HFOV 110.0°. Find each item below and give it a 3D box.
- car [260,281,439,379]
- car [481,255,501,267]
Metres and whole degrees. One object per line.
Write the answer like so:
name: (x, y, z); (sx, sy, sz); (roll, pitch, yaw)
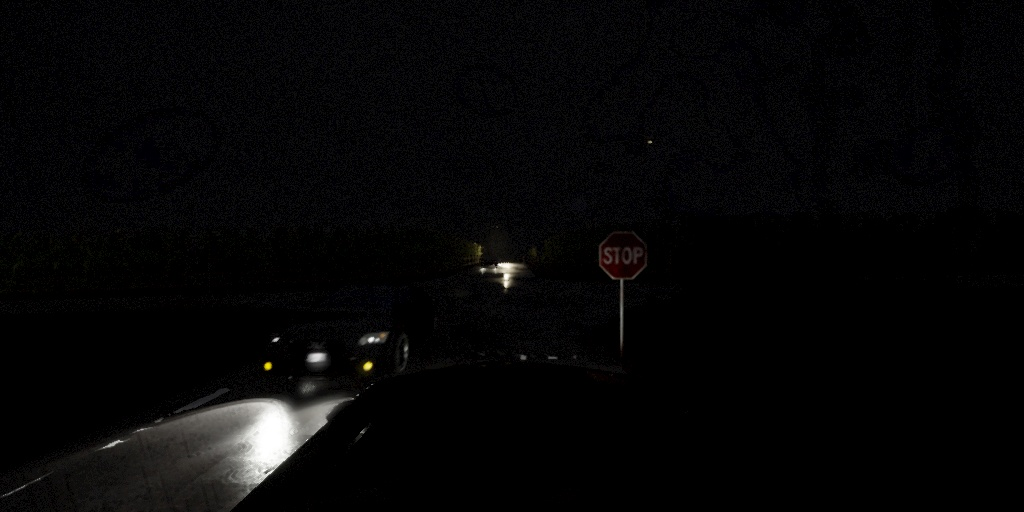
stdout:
car: (-2.750, 1.208, 7.046); (1.994, 1.385, 4.181); (0, 1, 0)
car: (-2.750, 0.602, 44.807); (1.882, 1.535, 5.008); (0, 1, 0)
